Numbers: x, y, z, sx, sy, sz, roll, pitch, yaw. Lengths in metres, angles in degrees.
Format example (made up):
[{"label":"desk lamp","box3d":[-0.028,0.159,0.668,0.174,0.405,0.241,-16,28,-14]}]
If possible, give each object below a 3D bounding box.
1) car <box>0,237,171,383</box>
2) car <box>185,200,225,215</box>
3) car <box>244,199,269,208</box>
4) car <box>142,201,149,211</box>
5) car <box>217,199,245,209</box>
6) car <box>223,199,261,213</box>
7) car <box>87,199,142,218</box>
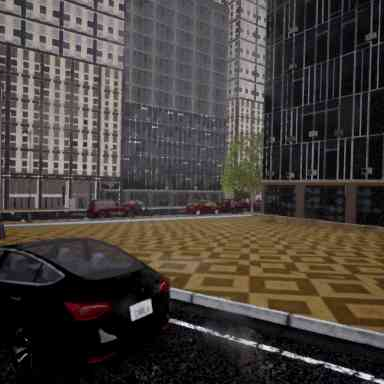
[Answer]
[{"label":"car","box3d":[-2.530,1.501,5.480,4.792,1.488,2.163,0,0,35]},{"label":"car","box3d":[1.318,1.965,39.948,4.507,1.381,1.887,1,1,-34]},{"label":"car","box3d":[10.890,1.934,56.065,4.206,1.307,1.802,1,1,-34]},{"label":"car","box3d":[-7.811,1.719,43.241,4.403,1.369,2.008,1,1,-34]},{"label":"car","box3d":[6.215,1.872,52.859,4.313,1.339,1.947,1,1,-34]},{"label":"car","box3d":[5.999,1.782,43.150,5.009,1.841,2.192,1,1,-34]},{"label":"car","box3d":[-8.027,1.644,33.533,5.009,1.841,2.192,1,1,-34]}]
